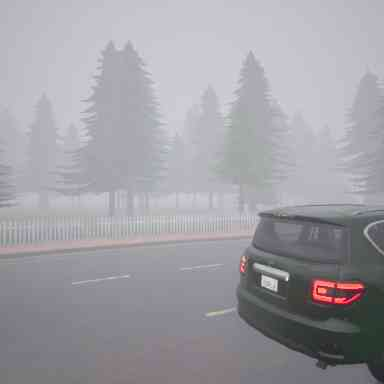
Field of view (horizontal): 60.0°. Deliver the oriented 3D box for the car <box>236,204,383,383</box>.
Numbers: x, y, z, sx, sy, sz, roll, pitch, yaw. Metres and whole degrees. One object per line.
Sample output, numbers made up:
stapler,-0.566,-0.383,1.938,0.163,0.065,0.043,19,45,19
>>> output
car,3.348,1.222,5.365,5.566,2.045,2.150,0,0,-27
